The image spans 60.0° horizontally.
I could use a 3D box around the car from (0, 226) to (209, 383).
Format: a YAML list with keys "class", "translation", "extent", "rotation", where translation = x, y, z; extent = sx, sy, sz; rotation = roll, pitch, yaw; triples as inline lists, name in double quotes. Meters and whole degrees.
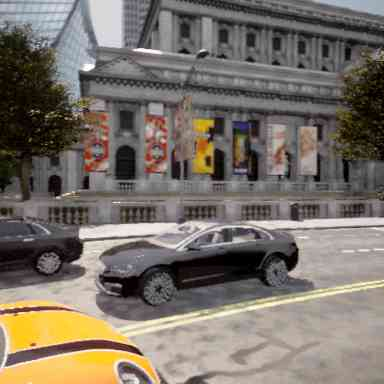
- class: "car"
  translation: [-2.351, 1.324, 1.839]
  extent: [4.553, 1.767, 2.097]
  rotation: [0, 1, -37]

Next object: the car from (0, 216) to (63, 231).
- class: "car"
  translation: [-5.309, 1.413, 8.489]
  extent: [4.892, 1.490, 1.837]
  rotation: [0, 0, -33]

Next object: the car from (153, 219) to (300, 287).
- class: "car"
  translation: [0.278, 1.427, 7.789]
  extent: [4.902, 1.511, 2.128]
  rotation: [0, 0, -27]
